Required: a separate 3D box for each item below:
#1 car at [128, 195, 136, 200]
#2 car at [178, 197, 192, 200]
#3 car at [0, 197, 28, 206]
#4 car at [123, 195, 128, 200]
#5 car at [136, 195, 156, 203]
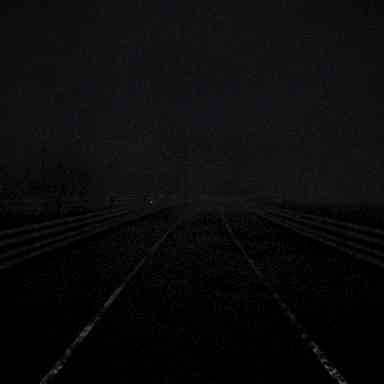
[{"bbox_3d":[-10.760,1.271,68.897,1.882,1.535,5.008,0,0,18],"label":"car"},{"bbox_3d":[-1.231,1.400,86.749,1.994,1.385,4.181,0,0,19],"label":"car"},{"bbox_3d":[-20.080,1.273,36.429,1.994,1.385,4.181,0,0,15],"label":"car"},{"bbox_3d":[-13.494,1.359,71.738,2.033,1.411,5.357,0,0,17],"label":"car"},{"bbox_3d":[-8.550,1.341,64.160,1.994,1.385,4.181,0,0,17],"label":"car"}]
